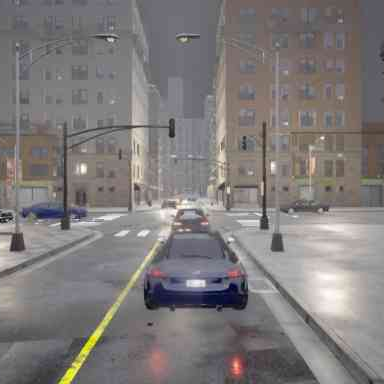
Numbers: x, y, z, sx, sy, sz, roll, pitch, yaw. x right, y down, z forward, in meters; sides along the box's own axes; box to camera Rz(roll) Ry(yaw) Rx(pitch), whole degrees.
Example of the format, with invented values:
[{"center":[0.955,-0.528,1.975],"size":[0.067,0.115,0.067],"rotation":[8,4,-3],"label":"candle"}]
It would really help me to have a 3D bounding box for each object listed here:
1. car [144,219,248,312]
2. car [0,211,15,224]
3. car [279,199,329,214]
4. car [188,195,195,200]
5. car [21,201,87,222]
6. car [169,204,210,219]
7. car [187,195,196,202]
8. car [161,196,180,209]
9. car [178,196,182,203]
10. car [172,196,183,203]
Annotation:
[{"center":[0.084,1.564,7.807],"size":[1.994,1.385,4.181],"rotation":[0,0,0],"label":"car"},{"center":[-15.041,1.651,23.206],"size":[4.718,1.301,1.895],"rotation":[0,0,0],"label":"car"},{"center":[11.160,1.449,33.318],"size":[4.892,1.490,1.837],"rotation":[0,0,0],"label":"car"},{"center":[-0.104,1.483,86.349],"size":[1.895,1.301,4.718],"rotation":[0,0,0],"label":"car"},{"center":[-10.999,1.511,26.716],"size":[5.008,1.535,1.882],"rotation":[0,0,-5],"label":"car"},{"center":[-0.085,1.525,16.551],"size":[1.812,1.442,4.674],"rotation":[0,0,-1],"label":"car"},{"center":[-0.071,1.564,75.898],"size":[2.128,1.511,4.902],"rotation":[0,0,0],"label":"car"},{"center":[-3.072,1.617,44.848],"size":[1.895,1.301,4.718],"rotation":[0,0,0],"label":"car"},{"center":[-3.097,1.507,57.391],"size":[1.882,1.535,5.008],"rotation":[0,0,0],"label":"car"},{"center":[-3.052,1.582,69.761],"size":[2.033,1.411,5.357],"rotation":[0,0,0],"label":"car"}]
